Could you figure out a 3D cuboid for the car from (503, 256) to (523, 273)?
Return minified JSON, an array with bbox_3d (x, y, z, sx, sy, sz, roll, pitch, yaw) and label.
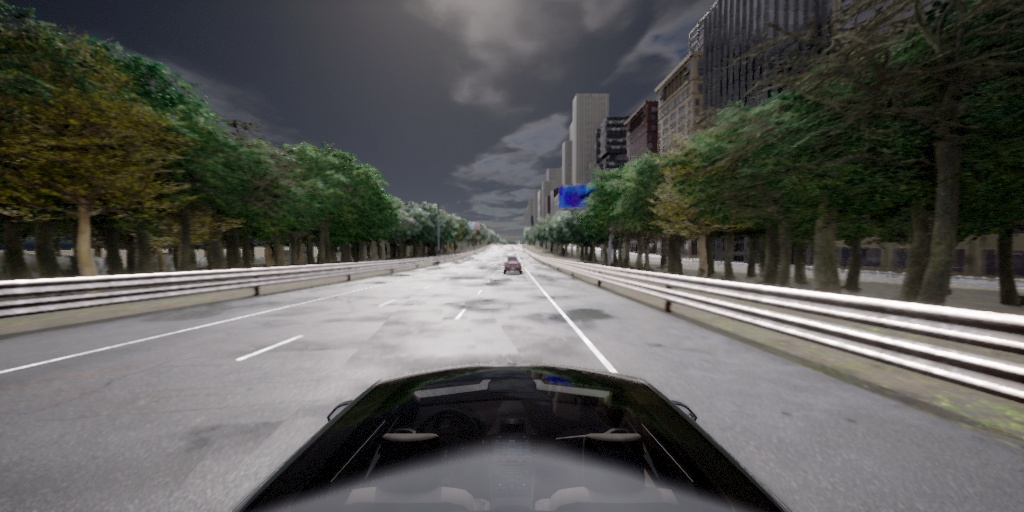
[{"bbox_3d":[0.090,1.052,38.955,1.812,1.442,4.674,0,1,0],"label":"car"}]
